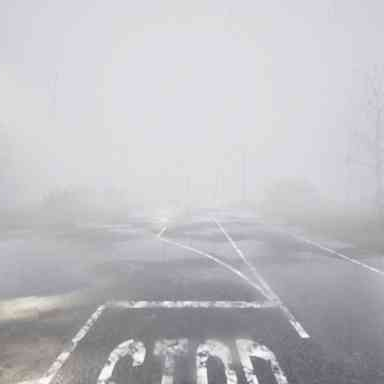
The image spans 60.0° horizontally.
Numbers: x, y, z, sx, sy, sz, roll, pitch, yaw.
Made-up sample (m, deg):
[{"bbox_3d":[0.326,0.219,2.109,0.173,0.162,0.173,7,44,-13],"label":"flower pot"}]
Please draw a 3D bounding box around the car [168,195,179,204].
[{"bbox_3d":[-3.372,1.388,61.781,1.882,1.535,5.008,0,0,0],"label":"car"}]
